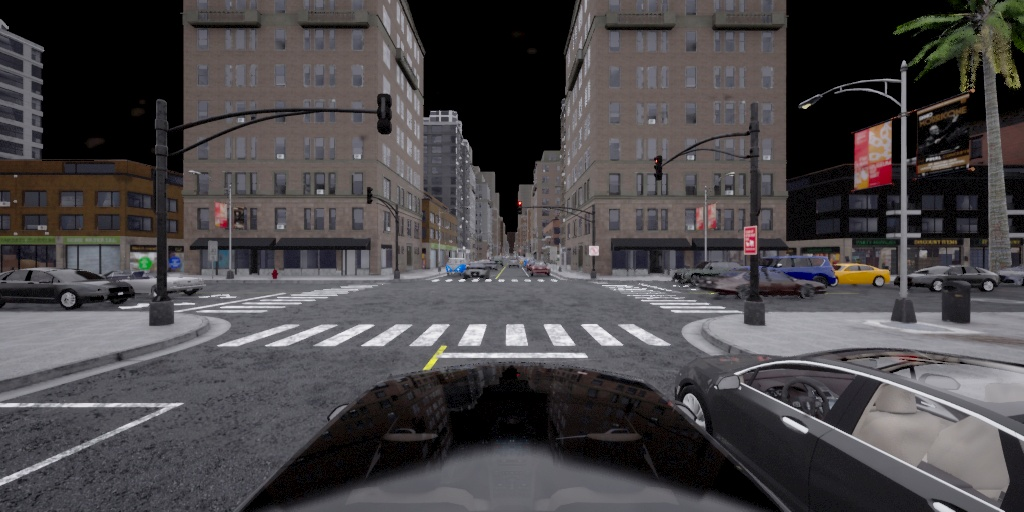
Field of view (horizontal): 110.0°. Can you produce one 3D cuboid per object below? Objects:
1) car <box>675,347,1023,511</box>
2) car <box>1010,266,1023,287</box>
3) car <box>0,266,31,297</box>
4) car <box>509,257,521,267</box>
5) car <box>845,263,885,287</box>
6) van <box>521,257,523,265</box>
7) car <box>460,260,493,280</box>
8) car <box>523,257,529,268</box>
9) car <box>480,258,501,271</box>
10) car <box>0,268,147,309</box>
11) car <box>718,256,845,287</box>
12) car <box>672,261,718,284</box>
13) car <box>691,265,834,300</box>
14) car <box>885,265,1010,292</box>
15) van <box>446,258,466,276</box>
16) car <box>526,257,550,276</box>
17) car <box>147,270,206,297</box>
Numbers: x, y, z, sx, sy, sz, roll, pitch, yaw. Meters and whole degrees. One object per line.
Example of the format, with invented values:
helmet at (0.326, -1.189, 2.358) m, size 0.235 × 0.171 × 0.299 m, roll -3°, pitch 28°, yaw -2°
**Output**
car at (2.668, 1.300, 2.347) m, size 2.007 × 1.370 × 4.403 m, roll 0°, pitch 0°, yaw 0°
car at (35.072, 1.368, 24.447) m, size 4.181 × 1.385 × 1.994 m, roll 0°, pitch 0°, yaw 0°
car at (-26.893, 1.236, 17.401) m, size 4.674 × 1.442 × 1.812 m, roll 0°, pitch 0°, yaw 0°
car at (0.330, 1.300, 63.794) m, size 2.033 × 1.411 × 5.357 m, roll 0°, pitch 0°, yaw 1°
car at (22.614, 1.257, 24.382) m, size 5.008 × 1.535 × 1.882 m, roll 0°, pitch 0°, yaw 0°
van at (2.890, 1.094, 59.674) m, size 1.690 × 1.789 × 3.998 m, roll 0°, pitch 0°, yaw 0°
car at (-2.995, 1.315, 31.065) m, size 1.994 × 1.385 × 4.181 m, roll 0°, pitch 0°, yaw 0°
car at (2.844, 1.193, 48.335) m, size 1.967 × 1.591 × 4.097 m, roll 0°, pitch 0°, yaw 0°
car at (-2.919, 1.317, 48.045) m, size 1.994 × 1.385 × 4.181 m, roll 0°, pitch 0°, yaw 1°
car at (-17.946, 1.232, 14.201) m, size 4.892 × 1.490 × 1.837 m, roll 0°, pitch 0°, yaw 0°
car at (15.704, 0.993, 21.093) m, size 5.566 × 2.045 × 2.150 m, roll 0°, pitch 0°, yaw 0°
car at (13.400, 1.116, 24.330) m, size 4.553 × 1.767 × 2.097 m, roll 0°, pitch 0°, yaw 0°
car at (11.974, 1.318, 17.377) m, size 5.357 × 1.411 × 2.033 m, roll 0°, pitch 0°, yaw -3°
car at (25.527, 1.293, 21.150) m, size 4.892 × 1.490 × 1.837 m, roll 0°, pitch 0°, yaw 0°
van at (-5.727, 1.093, 37.030) m, size 1.690 × 1.789 × 3.998 m, roll 0°, pitch 0°, yaw 0°
car at (2.799, 1.192, 36.997) m, size 1.967 × 1.591 × 4.097 m, roll 0°, pitch 0°, yaw 0°
car at (-17.907, 1.325, 17.451) m, size 4.718 × 1.301 × 1.895 m, roll 0°, pitch 0°, yaw 0°
